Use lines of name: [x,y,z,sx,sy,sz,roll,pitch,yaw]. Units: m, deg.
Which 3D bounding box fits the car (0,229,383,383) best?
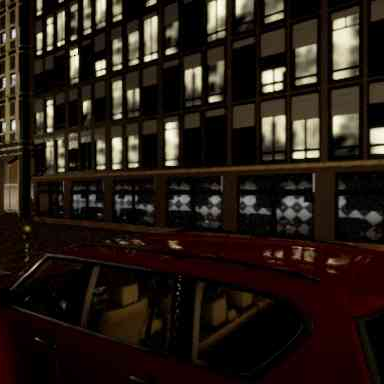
car: [-0.461,1.315,3.203,5.009,1.841,2.192,0,0,35]
